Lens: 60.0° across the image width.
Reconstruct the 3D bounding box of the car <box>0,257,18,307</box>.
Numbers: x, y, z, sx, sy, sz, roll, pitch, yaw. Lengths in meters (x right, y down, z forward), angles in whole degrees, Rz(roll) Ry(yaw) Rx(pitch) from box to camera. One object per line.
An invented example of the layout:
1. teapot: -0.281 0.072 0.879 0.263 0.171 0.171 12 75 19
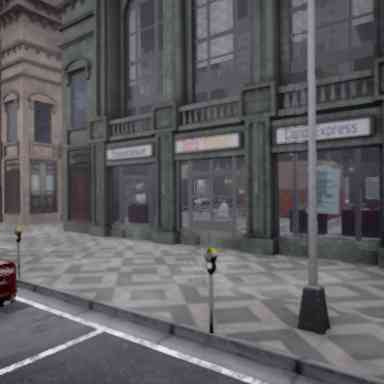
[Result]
1. car: -5.321 1.585 6.749 4.507 1.381 1.887 0 0 35
